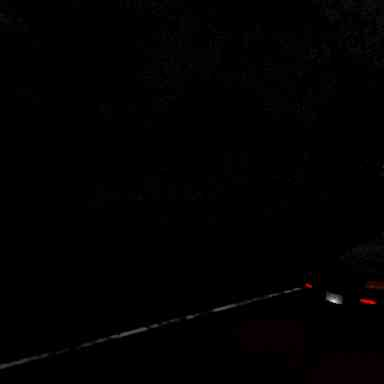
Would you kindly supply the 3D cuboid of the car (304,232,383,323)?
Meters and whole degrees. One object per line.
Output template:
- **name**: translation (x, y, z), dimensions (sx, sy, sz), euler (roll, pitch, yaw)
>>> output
- **car**: translation (4.170, 1.539, 6.667), dimensions (4.674, 1.442, 1.812), euler (0, 0, -35)
